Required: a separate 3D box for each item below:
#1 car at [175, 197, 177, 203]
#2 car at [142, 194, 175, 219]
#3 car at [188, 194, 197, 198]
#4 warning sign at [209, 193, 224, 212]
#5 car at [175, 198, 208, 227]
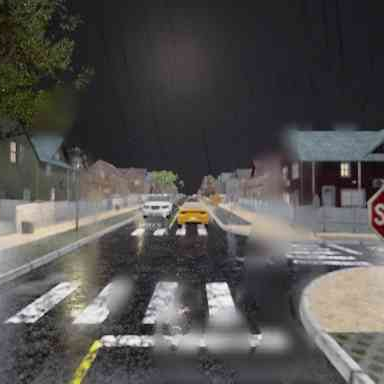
[{"bbox_3d":[-2.887,1.452,46.425,1.837,1.490,4.892,0,0,0],"label":"car"},{"bbox_3d":[-2.878,1.180,28.735,2.150,2.045,5.566,0,0,0],"label":"car"},{"bbox_3d":[-0.005,1.453,56.573,1.837,1.490,4.892,0,0,0],"label":"car"},{"bbox_3d":[2.456,1.070,33.328,1.300,1.860,1.060,-2,-2,0],"label":"warning sign"},{"bbox_3d":[0.076,1.443,22.544,1.882,1.535,5.008,0,0,0],"label":"car"}]
